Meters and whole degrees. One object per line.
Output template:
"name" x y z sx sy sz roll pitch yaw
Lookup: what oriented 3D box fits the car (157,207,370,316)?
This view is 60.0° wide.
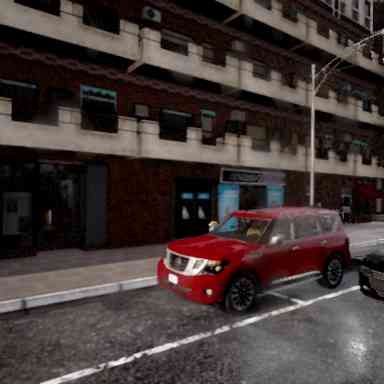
"car" 1.698 1.329 7.751 5.009 1.841 2.192 0 1 -35

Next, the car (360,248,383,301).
"car" 5.692 1.498 7.436 5.008 1.535 1.882 0 0 -35
